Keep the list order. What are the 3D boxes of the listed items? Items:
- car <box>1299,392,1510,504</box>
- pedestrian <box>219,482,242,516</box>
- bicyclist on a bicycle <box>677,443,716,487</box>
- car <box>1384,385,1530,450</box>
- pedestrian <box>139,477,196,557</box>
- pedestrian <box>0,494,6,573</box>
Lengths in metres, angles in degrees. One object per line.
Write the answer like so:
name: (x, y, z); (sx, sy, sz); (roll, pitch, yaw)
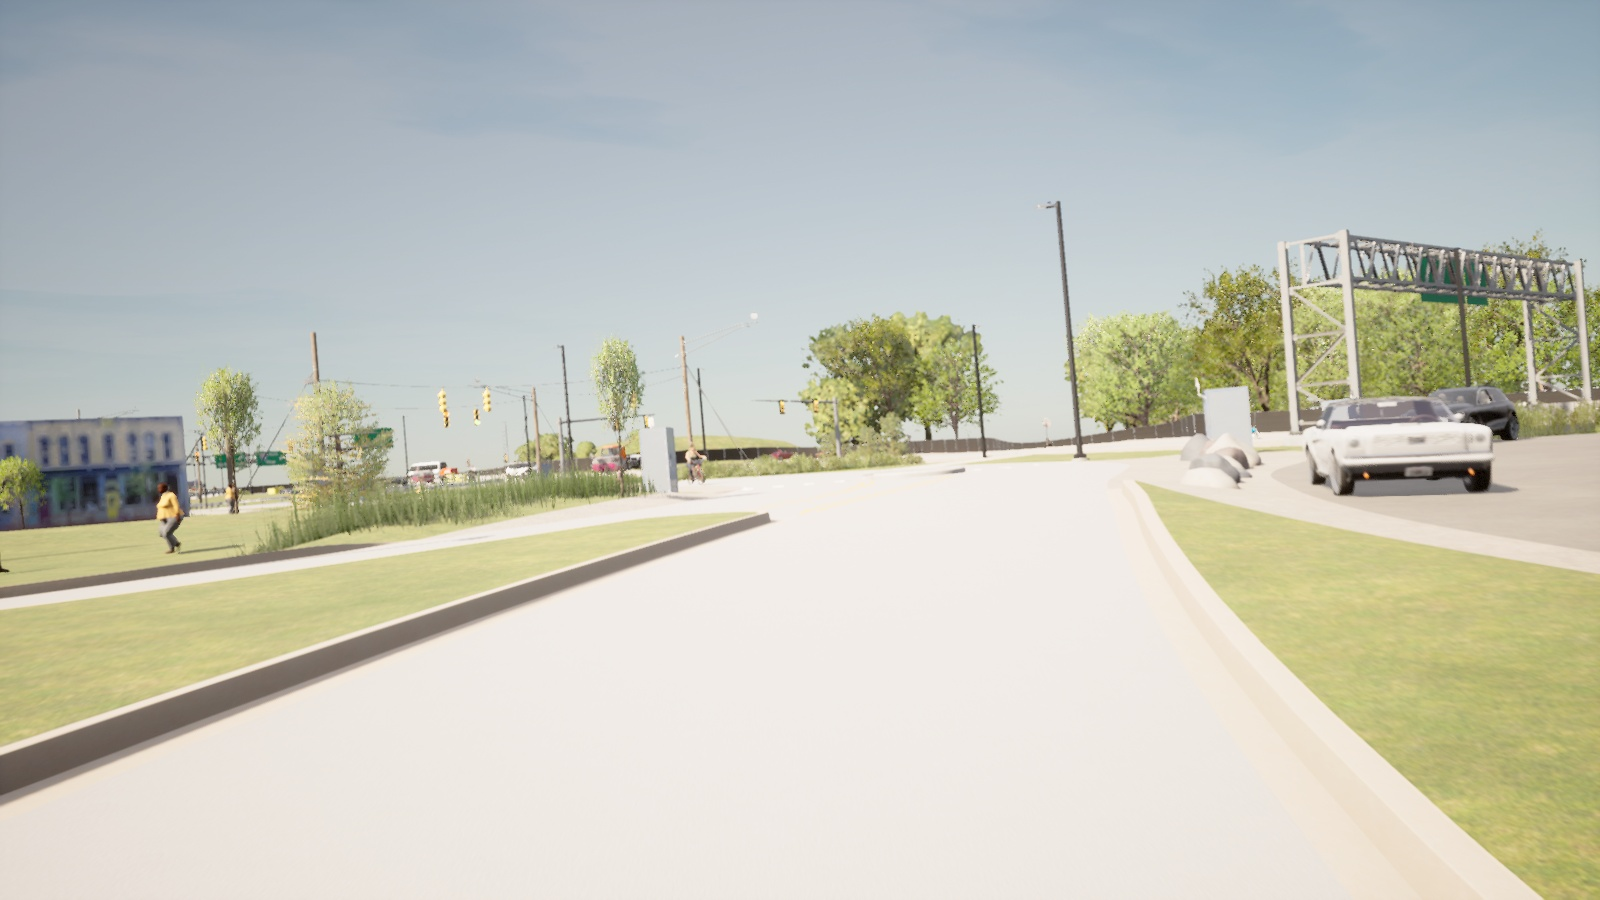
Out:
car: (8.356, -0.074, 17.800); (1.895, 1.301, 4.718); (-3, 1, 16)
pedestrian: (-33.056, 2.857, 72.910); (0.900, 1.855, 0.874); (-4, -2, -41)
bicyclist on a bicycle: (-3.988, 0.586, 48.205); (0.866, 1.612, 1.509); (-4, 0, -28)
car: (18.627, -0.938, 35.496); (4.856, 1.649, 2.033); (-3, 1, -42)
pedestrian: (-15.594, 1.650, 30.963); (0.874, 1.855, 0.900); (-6, -2, 44)
pedestrian: (-18.894, 1.966, 29.067); (0.726, 1.835, 0.370); (-3, -2, -43)
